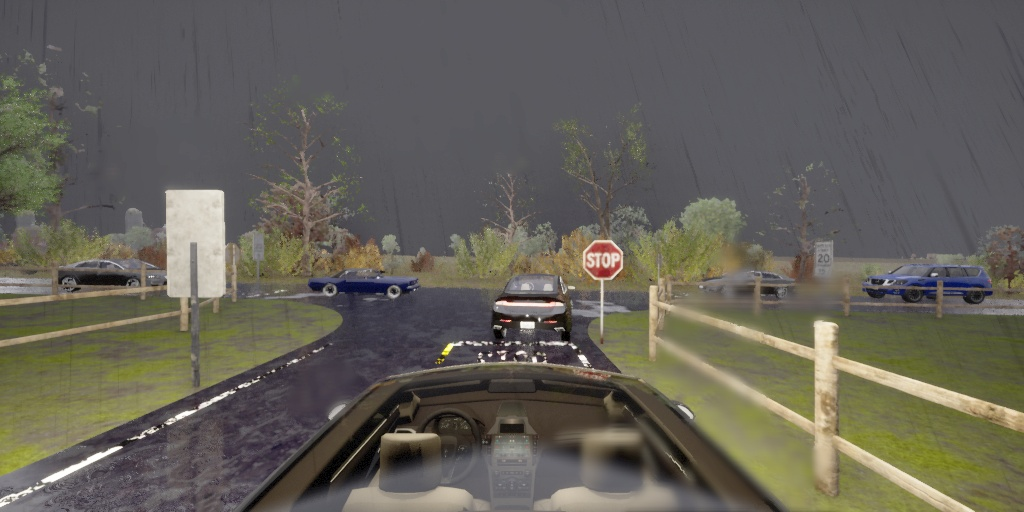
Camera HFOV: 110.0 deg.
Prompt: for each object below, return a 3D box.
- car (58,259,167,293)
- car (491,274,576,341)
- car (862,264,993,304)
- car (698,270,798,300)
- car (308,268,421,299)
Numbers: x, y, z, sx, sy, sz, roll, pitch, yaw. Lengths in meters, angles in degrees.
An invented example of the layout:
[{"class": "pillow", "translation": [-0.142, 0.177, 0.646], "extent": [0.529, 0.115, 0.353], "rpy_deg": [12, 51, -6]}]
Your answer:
[{"class": "car", "translation": [-18.483, 0.886, 16.990], "extent": [4.902, 1.511, 2.128], "rpy_deg": [1, 1, 0]}, {"class": "car", "translation": [0.710, 1.240, 9.934], "extent": [2.128, 1.511, 4.902], "rpy_deg": [0, 0, 9]}, {"class": "car", "translation": [22.907, 1.467, 19.873], "extent": [5.566, 2.045, 2.150], "rpy_deg": [1, 1, 0]}, {"class": "car", "translation": [13.012, 1.526, 19.888], "extent": [4.902, 1.511, 2.128], "rpy_deg": [1, 1, 0]}, {"class": "car", "translation": [-6.815, 1.249, 16.969], "extent": [4.718, 1.301, 1.895], "rpy_deg": [1, 1, 0]}]
